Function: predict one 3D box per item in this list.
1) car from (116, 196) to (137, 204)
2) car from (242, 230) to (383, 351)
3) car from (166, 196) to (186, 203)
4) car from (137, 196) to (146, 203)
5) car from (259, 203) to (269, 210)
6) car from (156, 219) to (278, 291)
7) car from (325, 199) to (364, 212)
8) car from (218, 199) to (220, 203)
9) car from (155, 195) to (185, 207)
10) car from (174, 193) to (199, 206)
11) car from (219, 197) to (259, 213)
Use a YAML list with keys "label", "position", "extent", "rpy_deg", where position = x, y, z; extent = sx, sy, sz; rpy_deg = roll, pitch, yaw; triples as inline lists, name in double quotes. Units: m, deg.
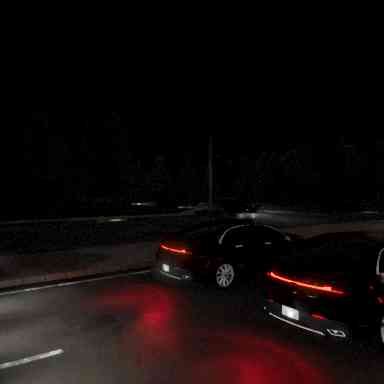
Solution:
- label: "car"
  position: [-13.052, 1.601, 64.881]
  extent: [1.895, 1.301, 4.718]
  rpy_deg: [0, 0, -35]
- label: "car"
  position: [3.412, 1.505, 6.230]
  extent: [4.892, 1.490, 1.837]
  rpy_deg: [0, 0, -35]
- label: "car"
  position: [-3.369, 1.601, 69.397]
  extent: [1.895, 1.301, 4.718]
  rpy_deg: [0, 0, -35]
- label: "car"
  position: [-11.271, 1.504, 68.476]
  extent: [1.837, 1.490, 4.892]
  rpy_deg: [0, 0, -35]
- label: "car"
  position: [7.299, 1.601, 41.798]
  extent: [1.895, 1.301, 4.718]
  rpy_deg: [0, 0, -35]
- label: "car"
  position: [1.380, 1.505, 9.079]
  extent: [4.892, 1.490, 1.837]
  rpy_deg: [0, 0, -35]
- label: "car"
  position: [17.827, 1.564, 38.972]
  extent: [1.994, 1.385, 4.181]
  rpy_deg: [0, 0, -35]
- label: "car"
  position: [6.181, 1.526, 55.630]
  extent: [1.812, 1.442, 4.674]
  rpy_deg: [0, 0, -35]
- label: "car"
  position: [-3.718, 1.547, 51.426]
  extent: [2.033, 1.411, 5.357]
  rpy_deg: [0, 0, -35]
- label: "car"
  position: [-1.089, 1.222, 53.769]
  extent: [2.150, 2.045, 5.566]
  rpy_deg: [0, 0, -35]
- label: "car"
  position: [5.141, 1.601, 37.054]
  extent: [1.895, 1.301, 4.718]
  rpy_deg: [0, 0, -18]
